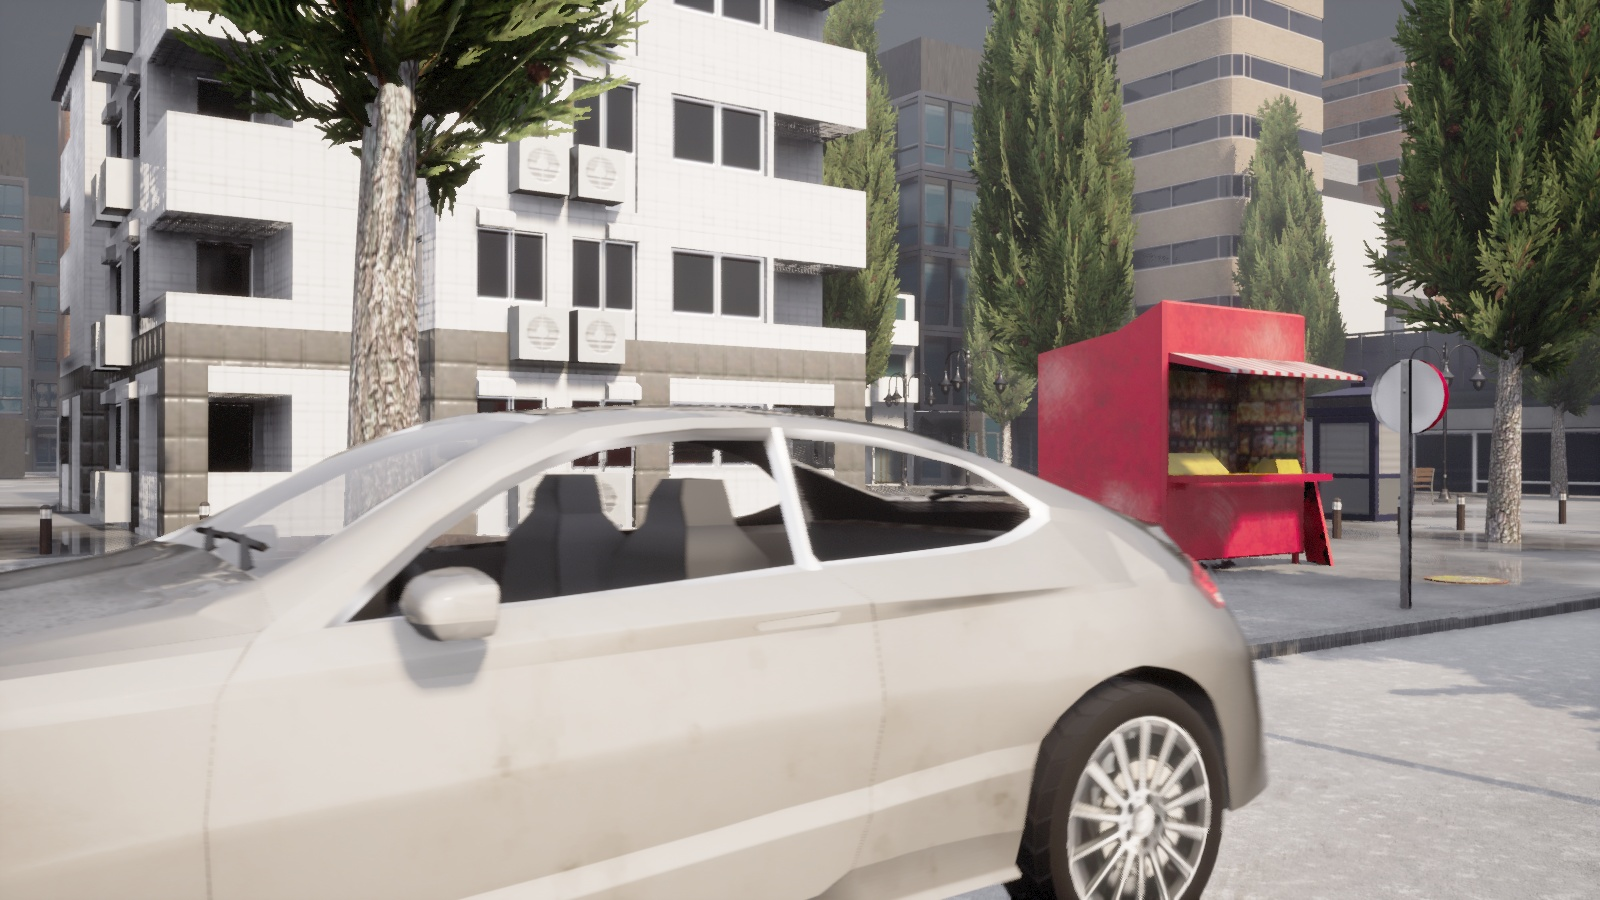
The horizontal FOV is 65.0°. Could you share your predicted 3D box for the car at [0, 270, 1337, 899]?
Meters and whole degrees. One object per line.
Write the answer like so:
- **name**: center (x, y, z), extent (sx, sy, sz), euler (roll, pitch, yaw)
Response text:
- **car**: center (-0.874, 0.534, 3.665), extent (5.027, 1.651, 2.152), euler (0, 0, -35)
